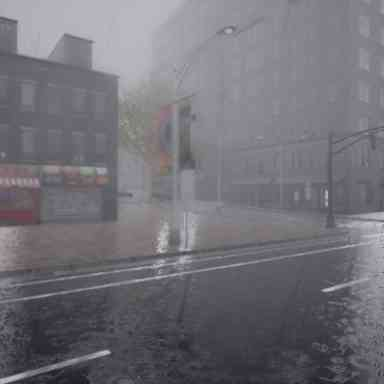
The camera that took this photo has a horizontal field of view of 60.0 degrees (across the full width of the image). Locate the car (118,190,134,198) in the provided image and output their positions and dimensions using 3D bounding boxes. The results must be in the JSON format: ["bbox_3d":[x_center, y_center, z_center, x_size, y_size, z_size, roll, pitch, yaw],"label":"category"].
[{"bbox_3d":[-11.712,0.309,56.617,1.895,1.301,4.718,0,3,-35],"label":"car"}]

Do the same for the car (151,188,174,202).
[{"bbox_3d":[-4.748,0.350,51.556,2.150,2.045,5.566,0,3,-35],"label":"car"}]
